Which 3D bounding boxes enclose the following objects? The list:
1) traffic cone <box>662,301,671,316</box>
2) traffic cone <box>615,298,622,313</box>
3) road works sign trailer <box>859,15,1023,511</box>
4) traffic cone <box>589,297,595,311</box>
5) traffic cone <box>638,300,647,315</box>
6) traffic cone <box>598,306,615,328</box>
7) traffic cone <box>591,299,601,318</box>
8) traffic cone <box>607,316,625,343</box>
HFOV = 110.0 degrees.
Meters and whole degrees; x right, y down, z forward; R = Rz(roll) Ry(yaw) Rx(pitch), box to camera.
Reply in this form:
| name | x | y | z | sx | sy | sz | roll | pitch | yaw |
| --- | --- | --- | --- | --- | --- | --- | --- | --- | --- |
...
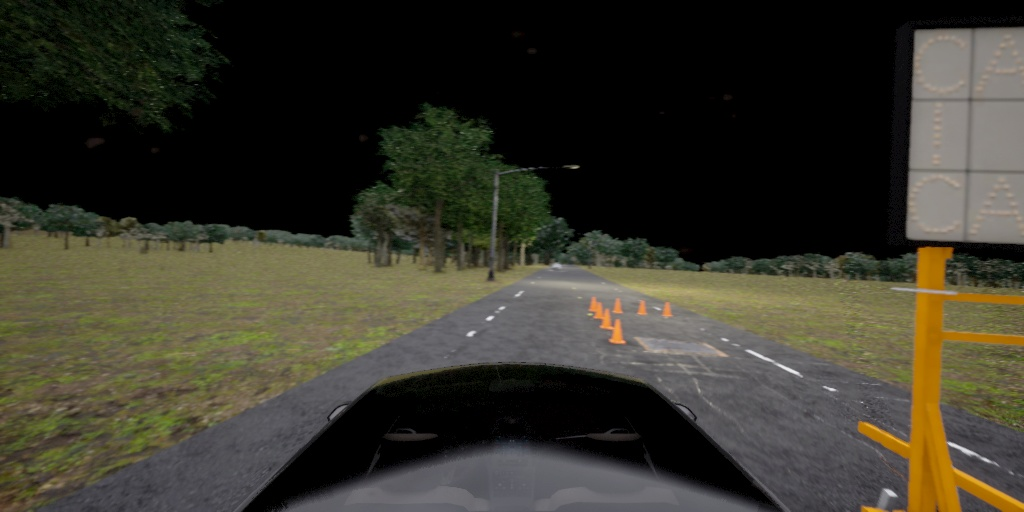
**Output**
| name | x | y | z | sx | sy | sz | roll | pitch | yaw |
| --- | --- | --- | --- | --- | --- | --- | --- | --- | --- |
| traffic cone | 6.434 | 2.186 | 14.894 | 0.340 | 0.580 | 0.340 | 0 | 0 | 7 |
| traffic cone | 4.452 | 2.083 | 15.142 | 0.340 | 0.580 | 0.340 | 0 | 0 | 7 |
| road works sign trailer | 3.334 | 0.396 | 2.182 | 2.380 | 3.560 | 2.880 | 0 | 0 | 7 |
| traffic cone | 3.462 | 2.032 | 15.266 | 0.340 | 0.580 | 0.340 | 0 | 0 | 7 |
| traffic cone | 5.444 | 2.135 | 15.018 | 0.340 | 0.580 | 0.340 | 0 | 0 | 7 |
| traffic cone | 2.969 | 1.964 | 11.297 | 0.340 | 0.580 | 0.340 | 0 | 0 | 7 |
| traffic cone | 3.215 | 1.998 | 13.281 | 0.340 | 0.580 | 0.340 | 0 | 0 | 7 |
| traffic cone | 2.723 | 1.930 | 9.312 | 0.340 | 0.580 | 0.340 | 0 | 0 | 7 |
